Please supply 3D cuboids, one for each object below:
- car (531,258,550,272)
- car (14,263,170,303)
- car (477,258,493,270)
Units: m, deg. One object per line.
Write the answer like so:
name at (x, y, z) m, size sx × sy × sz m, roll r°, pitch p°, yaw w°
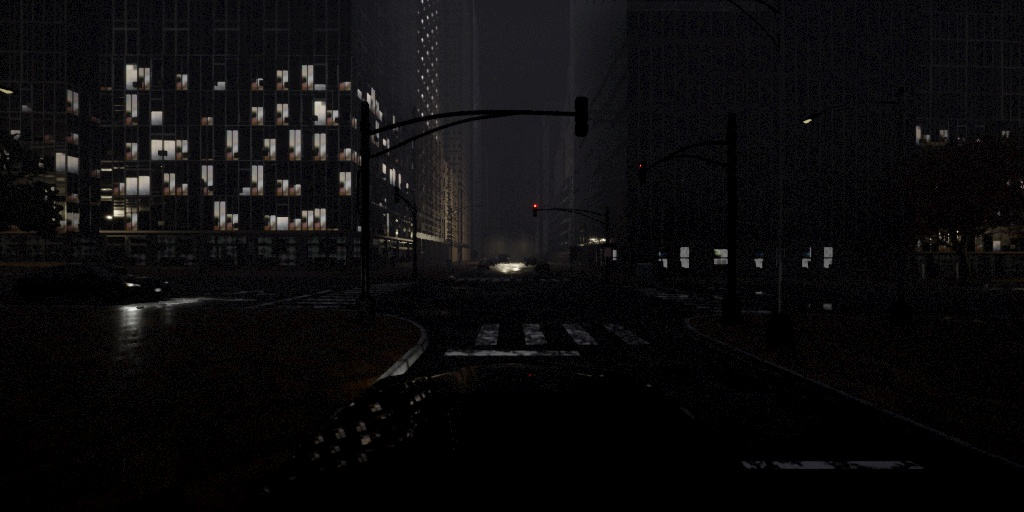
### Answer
car at (3.878, 1.329, 46.557) m, size 1.948 × 1.339 × 4.313 m, roll 0°, pitch 0°, yaw 0°
car at (-16.289, 1.011, 14.028) m, size 4.674 × 1.442 × 1.812 m, roll 1°, pitch 0°, yaw -3°
car at (-4.081, 1.342, 52.040) m, size 1.802 × 1.307 × 4.207 m, roll 0°, pitch 0°, yaw 0°
